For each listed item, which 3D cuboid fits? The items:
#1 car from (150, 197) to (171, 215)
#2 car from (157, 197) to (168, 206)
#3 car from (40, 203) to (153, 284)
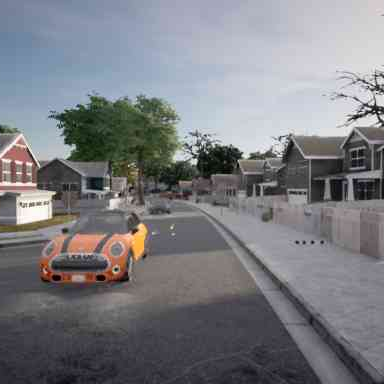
[{"bbox_3d":[-3.197,1.405,34.167,2.097,1.767,4.553,0,0,-3],"label":"car"},{"bbox_3d":[-5.194,1.645,58.421,1.812,1.442,4.674,0,0,-6],"label":"car"},{"bbox_3d":[-2.556,1.355,9.738,2.097,1.767,4.553,0,0,0],"label":"car"}]
